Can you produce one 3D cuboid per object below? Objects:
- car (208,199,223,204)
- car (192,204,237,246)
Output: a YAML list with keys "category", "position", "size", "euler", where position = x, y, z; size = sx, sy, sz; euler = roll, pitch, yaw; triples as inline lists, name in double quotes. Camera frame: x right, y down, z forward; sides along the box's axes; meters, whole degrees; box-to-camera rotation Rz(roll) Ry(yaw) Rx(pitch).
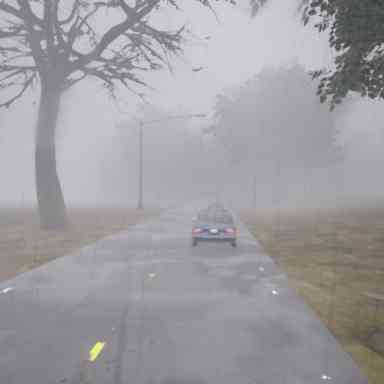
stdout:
- category: "car"
  position: [2.874, 1.458, 40.591]
  size: [1.895, 1.301, 4.718]
  euler: [0, 0, 4]
- category: "car"
  position: [0.992, 1.479, 14.841]
  size: [2.033, 1.411, 5.357]
  euler: [0, 0, 4]
